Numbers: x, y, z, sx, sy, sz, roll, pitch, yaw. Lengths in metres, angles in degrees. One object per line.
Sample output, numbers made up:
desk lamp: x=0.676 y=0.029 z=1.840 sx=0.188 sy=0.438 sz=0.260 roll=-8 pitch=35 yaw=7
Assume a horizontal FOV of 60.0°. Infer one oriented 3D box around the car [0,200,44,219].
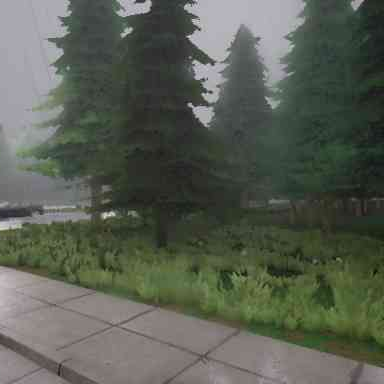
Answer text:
car: x=-14.493 y=1.451 z=26.718 sx=1.882 sy=1.535 sz=5.008 roll=0 pitch=0 yaw=35
